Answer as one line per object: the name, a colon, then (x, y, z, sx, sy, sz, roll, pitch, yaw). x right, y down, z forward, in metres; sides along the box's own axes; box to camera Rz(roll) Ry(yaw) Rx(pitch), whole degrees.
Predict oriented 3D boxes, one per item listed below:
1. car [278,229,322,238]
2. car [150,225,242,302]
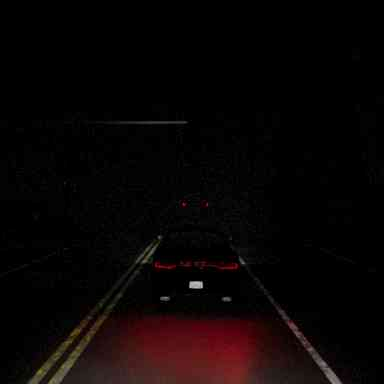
car: (9.699, 3.882, 28.106, 4.892, 1.490, 1.837, -1, -12, 5)
car: (0.081, 1.594, 8.598, 1.882, 1.535, 5.008, 1, -1, 0)
